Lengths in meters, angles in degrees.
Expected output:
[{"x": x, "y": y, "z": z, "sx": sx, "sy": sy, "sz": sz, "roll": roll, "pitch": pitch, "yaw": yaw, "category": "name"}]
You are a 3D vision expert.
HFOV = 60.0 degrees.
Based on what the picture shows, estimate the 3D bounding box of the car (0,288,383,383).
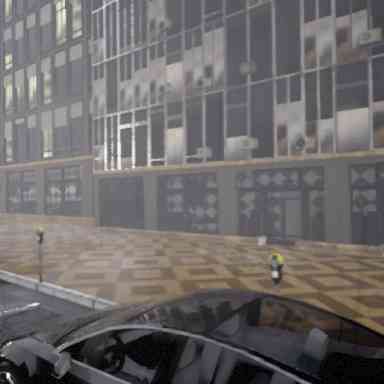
[{"x": 0.029, "y": 1.564, "z": 2.867, "sx": 4.313, "sy": 1.339, "sz": 1.947, "roll": 0, "pitch": -1, "yaw": 35, "category": "car"}]
